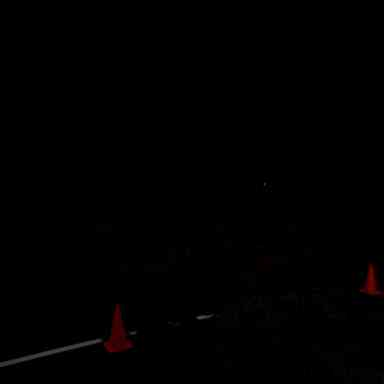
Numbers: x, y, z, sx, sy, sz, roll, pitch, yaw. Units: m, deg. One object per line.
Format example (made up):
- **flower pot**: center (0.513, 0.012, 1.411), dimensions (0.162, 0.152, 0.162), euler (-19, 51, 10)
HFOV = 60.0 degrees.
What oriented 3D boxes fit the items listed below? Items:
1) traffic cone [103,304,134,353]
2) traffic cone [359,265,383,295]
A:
- **traffic cone**: center (-1.053, 1.899, 4.741), dimensions (0.340, 0.580, 0.340), euler (-1, 1, -31)
- **traffic cone**: center (3.834, 1.850, 7.116), dimensions (0.340, 0.580, 0.340), euler (0, 1, -21)
